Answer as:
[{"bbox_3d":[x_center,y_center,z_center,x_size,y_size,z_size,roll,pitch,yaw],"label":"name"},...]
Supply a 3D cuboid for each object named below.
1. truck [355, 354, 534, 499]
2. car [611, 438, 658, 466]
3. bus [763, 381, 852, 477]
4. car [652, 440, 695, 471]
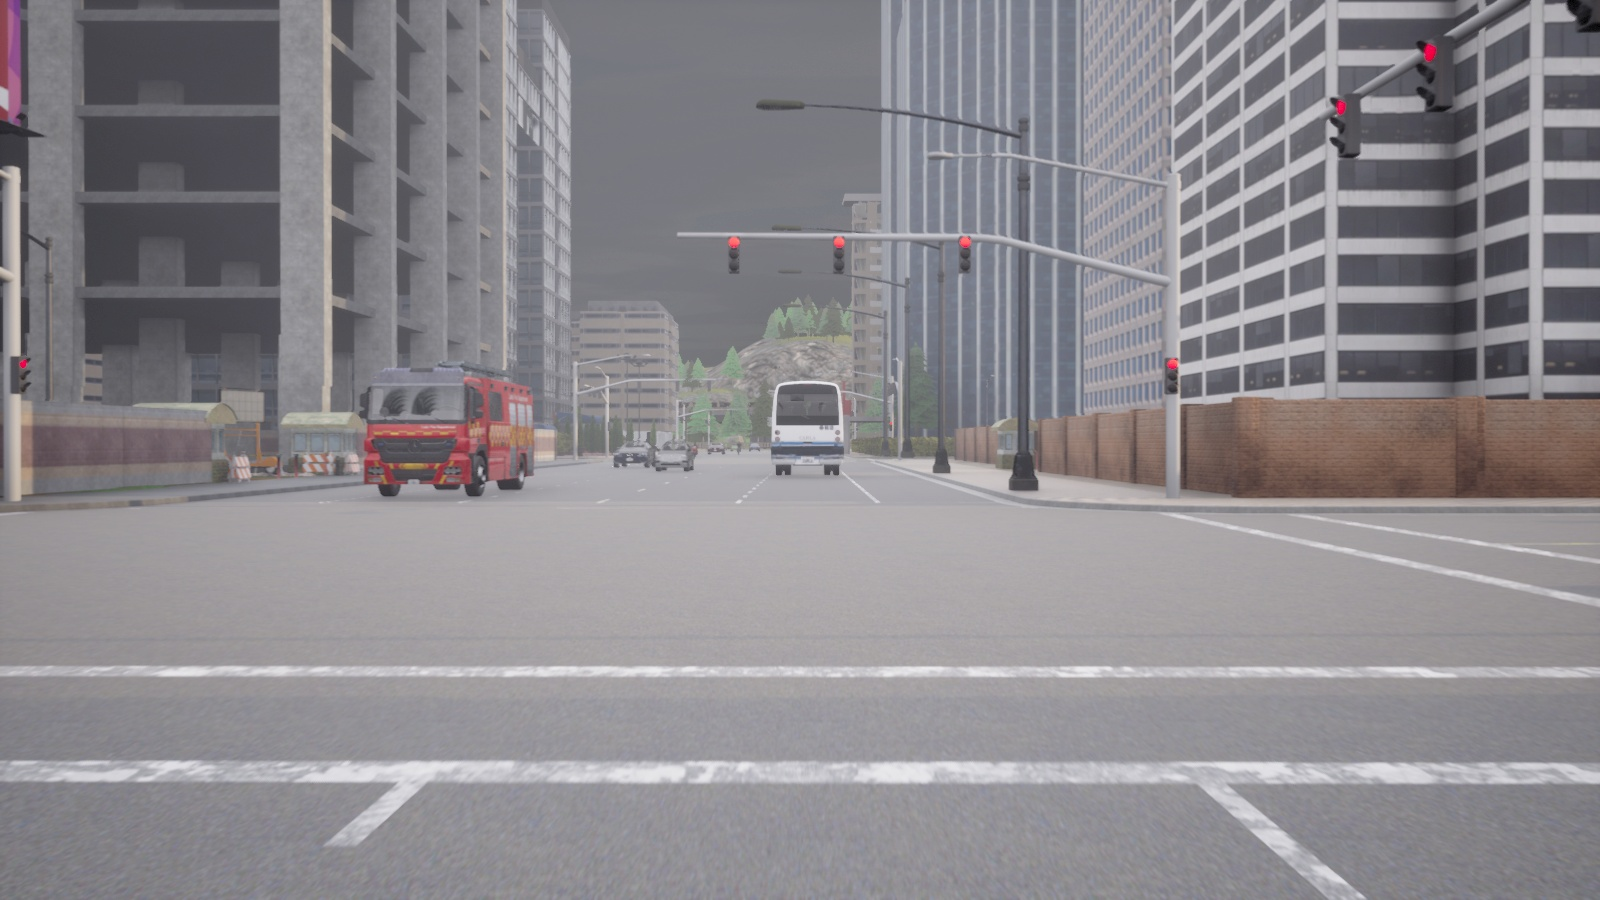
[{"bbox_3d":[-10.269,-0.637,37.356,2.891,3.827,8.468,0,0,0],"label":"truck"},{"bbox_3d":[-10.044,0.086,76.465,2.152,1.651,5.027,0,0,0],"label":"car"},{"bbox_3d":[0.367,-0.973,60.963,3.944,4.253,10.273,0,0,0],"label":"bus"},{"bbox_3d":[-6.604,0.267,66.078,1.851,1.617,3.988,0,0,0],"label":"car"}]
